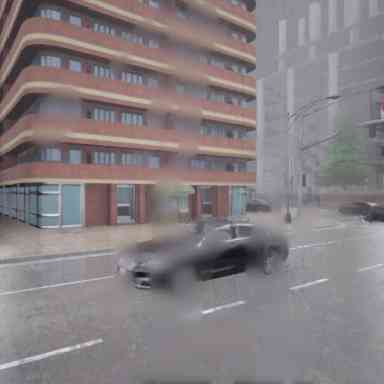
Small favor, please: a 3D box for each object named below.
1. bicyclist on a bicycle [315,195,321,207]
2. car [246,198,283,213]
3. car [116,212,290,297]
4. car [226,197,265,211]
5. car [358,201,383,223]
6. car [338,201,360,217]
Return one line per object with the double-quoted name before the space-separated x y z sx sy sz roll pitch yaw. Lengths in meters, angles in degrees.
"bicyclist on a bicycle" 17.784 1.301 46.920 1.656 1.620 0.582 0 0 -36
"car" 7.265 1.506 35.089 1.837 1.490 4.892 0 0 -36
"car" 0.490 1.491 8.686 4.902 1.511 2.128 0 0 -36
"car" 6.646 1.477 41.844 1.882 1.535 5.008 0 0 -36
"car" 14.061 1.564 23.167 1.994 1.385 4.181 0 0 -13
"car" 15.511 1.526 29.774 1.812 1.442 4.674 0 0 -36
